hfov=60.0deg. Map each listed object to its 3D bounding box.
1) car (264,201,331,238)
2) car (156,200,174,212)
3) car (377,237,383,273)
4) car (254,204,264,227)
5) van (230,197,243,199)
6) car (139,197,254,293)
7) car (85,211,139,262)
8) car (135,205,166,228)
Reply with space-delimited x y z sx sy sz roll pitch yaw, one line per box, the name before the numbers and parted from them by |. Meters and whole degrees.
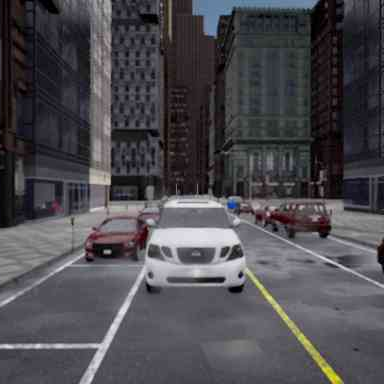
car | 5.785 1.400 18.180 2.192 1.841 5.009 0 0 -1
car | -3.222 1.686 40.585 1.947 1.339 4.313 0 0 -1
car | 6.028 1.361 6.885 2.192 1.841 5.009 0 0 -1
car | 5.664 1.543 23.827 1.967 1.590 4.097 0 0 -1
van | 5.301 1.488 40.770 1.690 1.788 3.998 0 0 -1
car | 0.025 1.258 9.315 2.150 2.045 5.566 0 0 -1
car | -2.616 1.584 12.346 1.887 1.381 4.507 0 0 -1
car | -2.858 1.658 23.642 1.802 1.307 4.206 0 0 -1
